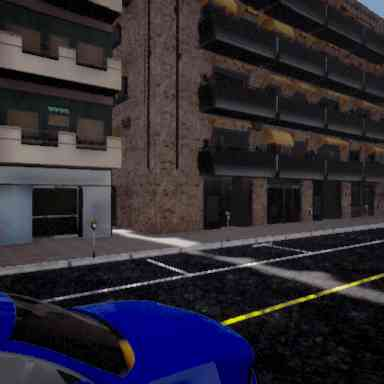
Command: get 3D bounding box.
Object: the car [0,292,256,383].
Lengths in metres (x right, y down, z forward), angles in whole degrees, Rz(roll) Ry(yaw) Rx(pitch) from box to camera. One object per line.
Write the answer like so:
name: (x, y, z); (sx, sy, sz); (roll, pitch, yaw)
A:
car: (-1.705, 1.471, 2.217); (5.008, 1.535, 1.882); (0, 0, -36)
